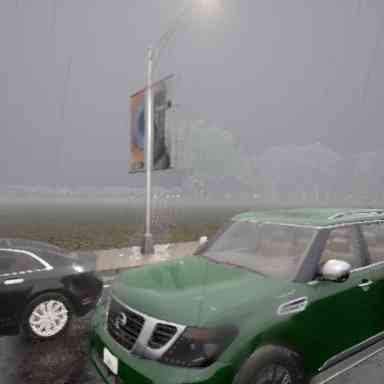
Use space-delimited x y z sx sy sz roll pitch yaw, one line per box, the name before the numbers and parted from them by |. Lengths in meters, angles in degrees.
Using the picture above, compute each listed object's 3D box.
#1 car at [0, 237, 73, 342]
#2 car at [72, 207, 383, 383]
car | -3.814 1.501 4.956 4.892 1.490 1.837 1 -1 -36
car | 1.484 1.269 4.743 5.566 2.045 2.150 1 -1 -36
